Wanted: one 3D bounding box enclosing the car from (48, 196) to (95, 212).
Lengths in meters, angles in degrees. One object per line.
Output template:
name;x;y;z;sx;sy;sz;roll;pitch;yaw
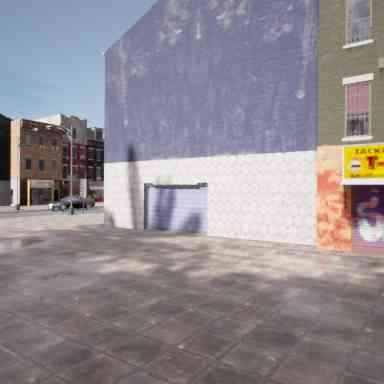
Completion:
car;-12.378;1.180;34.458;2.128;1.511;4.902;1;1;36
